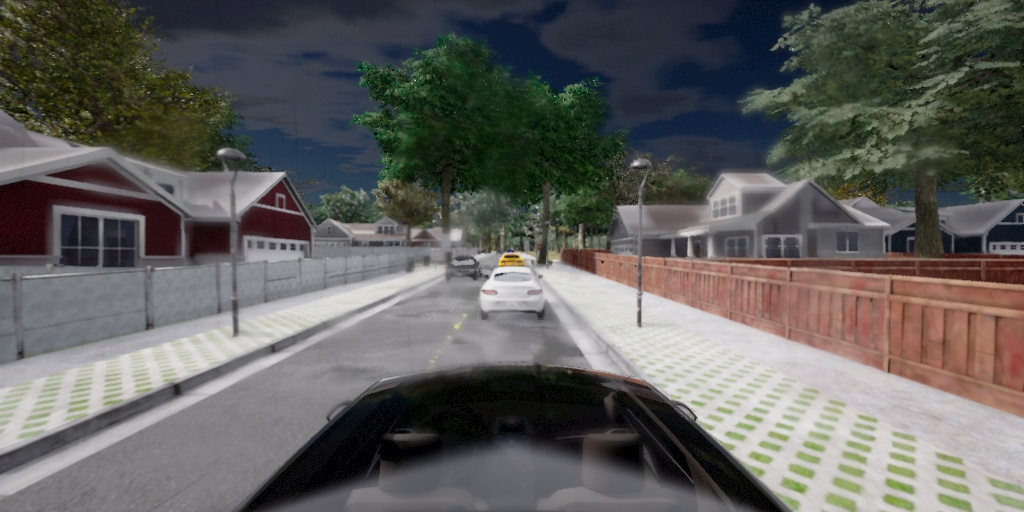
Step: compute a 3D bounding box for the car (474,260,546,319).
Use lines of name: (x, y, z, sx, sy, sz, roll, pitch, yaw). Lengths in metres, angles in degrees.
car: (0.042, 1.017, 11.429, 1.812, 1.442, 4.674, 0, 2, 1)

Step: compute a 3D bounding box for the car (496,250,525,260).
car: (-0.025, 0.515, 28.088, 1.882, 1.535, 5.008, 0, 2, 0)

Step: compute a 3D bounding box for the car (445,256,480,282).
car: (-2.934, 0.722, 22.356, 1.812, 1.442, 4.674, 0, 2, 0)
